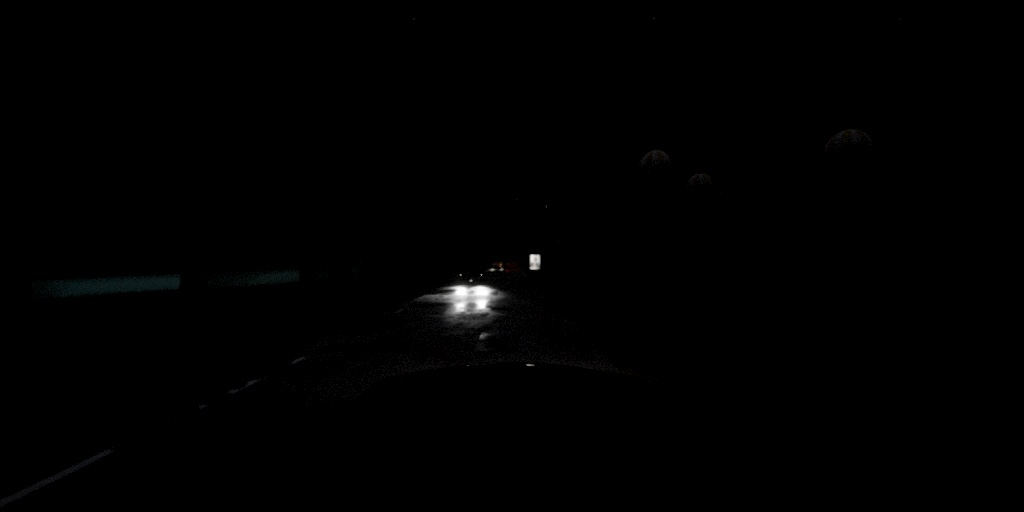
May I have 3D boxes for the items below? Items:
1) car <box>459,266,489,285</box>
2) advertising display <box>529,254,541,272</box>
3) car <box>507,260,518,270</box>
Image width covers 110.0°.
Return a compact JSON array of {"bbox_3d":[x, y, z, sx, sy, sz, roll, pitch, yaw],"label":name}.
[{"bbox_3d":[-2.830,1.413,27.025,1.895,1.301,4.718,0,0,0],"label":"car"},{"bbox_3d":[3.159,0.966,49.354,1.540,2.440,0.280,0,0,0],"label":"advertising display"},{"bbox_3d":[0.060,1.528,61.292,1.882,1.535,5.008,0,-1,1],"label":"car"}]
